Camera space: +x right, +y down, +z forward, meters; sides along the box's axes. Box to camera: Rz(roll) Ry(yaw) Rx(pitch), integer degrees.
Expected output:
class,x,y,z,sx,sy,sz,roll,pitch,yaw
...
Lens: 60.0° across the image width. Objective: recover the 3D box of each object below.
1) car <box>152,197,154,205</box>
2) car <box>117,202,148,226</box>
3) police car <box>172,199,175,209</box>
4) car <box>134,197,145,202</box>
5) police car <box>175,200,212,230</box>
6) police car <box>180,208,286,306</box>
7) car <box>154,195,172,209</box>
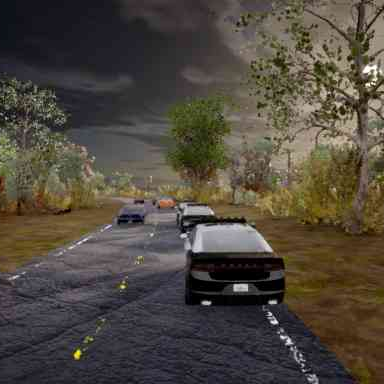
class,x,y,z,sx,sy,sz,roll,pitch,yaw
car,-5.860,1.346,57.952,2.097,1.767,4.553,0,0,-12
car,-4.139,1.599,23.479,1.895,1.301,4.718,0,0,-5
police car,-0.221,1.423,24.340,1.930,1.638,5.238,0,0,-5
car,-9.354,1.596,59.260,1.895,1.301,4.718,0,0,-12
police car,0.241,1.424,18.310,1.930,1.638,5.238,0,0,-4
police car,0.745,1.425,8.244,1.930,1.638,5.238,0,0,-2
car,-3.686,1.348,45.655,2.097,1.767,4.553,0,0,-9
